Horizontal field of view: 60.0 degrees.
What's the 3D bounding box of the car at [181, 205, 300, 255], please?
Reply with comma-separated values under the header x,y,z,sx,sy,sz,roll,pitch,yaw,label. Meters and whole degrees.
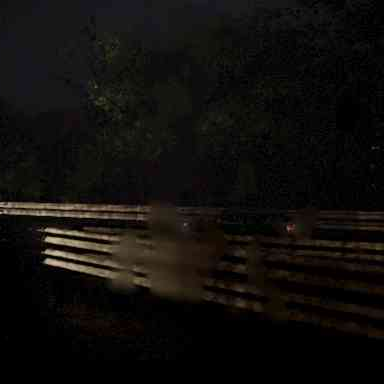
x,y,z,sx,sy,sz,roll,pitch,yaw,label
1.741,1.370,12.724,4.553,1.767,2.097,0,0,23,car
